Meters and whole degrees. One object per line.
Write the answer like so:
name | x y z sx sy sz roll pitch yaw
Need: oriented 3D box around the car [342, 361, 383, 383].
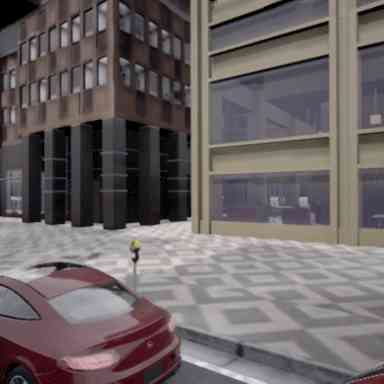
car | 2.495 1.426 1.181 4.097 1.590 1.967 -1 0 35

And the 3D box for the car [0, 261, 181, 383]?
car | -2.066 1.621 4.432 4.206 1.307 1.802 -1 0 35
